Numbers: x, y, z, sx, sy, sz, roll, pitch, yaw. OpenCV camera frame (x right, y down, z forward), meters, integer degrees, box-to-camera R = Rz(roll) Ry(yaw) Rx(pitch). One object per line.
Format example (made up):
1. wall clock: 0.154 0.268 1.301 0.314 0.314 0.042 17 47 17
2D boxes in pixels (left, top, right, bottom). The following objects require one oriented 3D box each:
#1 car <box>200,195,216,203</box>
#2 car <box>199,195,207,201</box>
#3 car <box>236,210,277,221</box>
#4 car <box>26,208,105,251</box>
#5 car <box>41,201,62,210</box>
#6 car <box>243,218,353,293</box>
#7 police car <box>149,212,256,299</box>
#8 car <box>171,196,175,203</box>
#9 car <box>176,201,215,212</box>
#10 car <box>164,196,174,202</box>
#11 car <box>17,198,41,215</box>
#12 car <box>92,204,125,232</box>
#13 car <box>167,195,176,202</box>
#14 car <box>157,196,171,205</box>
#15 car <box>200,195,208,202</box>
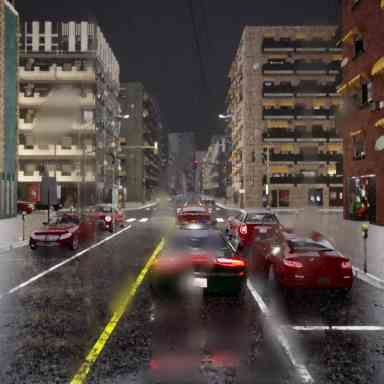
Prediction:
1. car: 2.742 1.560 52.240 2.008 1.369 4.403 1 0 0
2. car: 2.852 1.564 86.265 2.008 1.369 4.403 1 0 0
3. car: 2.620 1.444 14.141 1.967 1.590 4.097 1 0 0
4. car: -5.267 1.585 14.144 1.802 1.307 4.206 1 0 0
5. car: -17.499 1.591 39.120 4.313 1.339 1.947 0 -1 0
6. car: 2.600 1.584 8.592 1.802 1.307 4.206 1 0 0
7. police car: 0.124 1.507 8.575 2.038 1.542 4.974 0 0 0
8. car: -5.084 1.537 69.078 1.752 1.417 4.829 1 0 0
9. car: 0.125 1.482 19.036 1.882 1.535 5.008 0 0 0
10. car: -5.065 1.578 74.919 1.947 1.339 4.313 1 0 0
11. car: -17.462 1.241 31.244 5.009 1.841 2.192 0 -1 0
12. car: -5.251 1.445 19.693 1.967 1.590 4.097 1 0 0
13. car: -5.047 1.557 80.590 1.887 1.381 4.507 1 0 0
14. car: -5.121 1.535 57.736 1.752 1.417 4.829 1 0 0
15. car: 2.834 1.557 80.594 1.887 1.381 4.507 1 0 0
